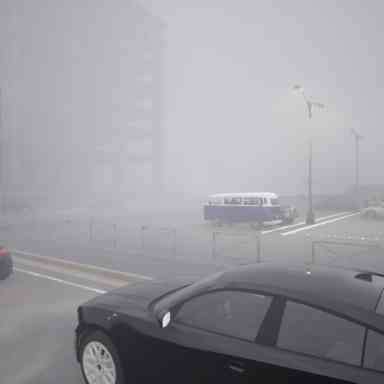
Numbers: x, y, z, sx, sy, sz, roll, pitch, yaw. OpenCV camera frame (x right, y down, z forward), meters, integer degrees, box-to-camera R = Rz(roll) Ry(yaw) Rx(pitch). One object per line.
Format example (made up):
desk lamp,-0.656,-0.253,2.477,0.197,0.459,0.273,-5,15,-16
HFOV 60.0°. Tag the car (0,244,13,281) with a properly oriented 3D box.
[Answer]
car,-6.485,1.564,8.610,4.181,1.385,1.994,0,0,36

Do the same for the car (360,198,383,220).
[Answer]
car,14.701,1.395,24.750,3.806,1.475,1.970,0,0,36

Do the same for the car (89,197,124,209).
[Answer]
car,-11.264,1.422,44.129,1.882,1.535,5.008,0,0,35

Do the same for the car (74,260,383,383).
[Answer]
car,0.836,1.478,3.399,5.008,1.535,1.882,0,0,36

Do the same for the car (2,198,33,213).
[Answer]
car,-18.776,1.422,33.579,1.882,1.535,5.008,0,0,36

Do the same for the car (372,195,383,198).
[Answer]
car,17.926,1.153,29.302,4.605,1.855,1.932,0,0,36

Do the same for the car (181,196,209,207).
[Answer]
car,0.296,1.492,60.234,2.033,1.411,5.357,0,0,36
